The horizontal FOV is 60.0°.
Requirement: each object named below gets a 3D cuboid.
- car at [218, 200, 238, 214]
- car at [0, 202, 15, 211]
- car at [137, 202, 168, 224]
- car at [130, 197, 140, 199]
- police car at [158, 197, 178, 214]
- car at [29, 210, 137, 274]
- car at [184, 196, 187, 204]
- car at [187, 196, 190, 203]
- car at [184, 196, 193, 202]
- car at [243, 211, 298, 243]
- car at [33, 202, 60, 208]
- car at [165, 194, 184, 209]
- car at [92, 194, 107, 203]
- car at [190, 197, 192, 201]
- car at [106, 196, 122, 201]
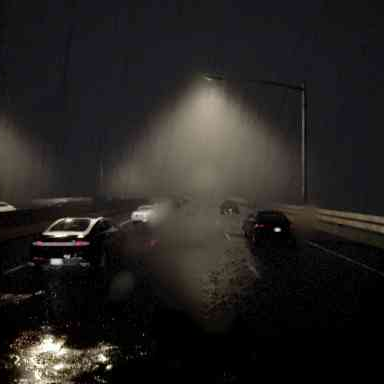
[{"bbox_3d":[4.028,1.618,36.790,1.837,1.490,4.892,0,0,1],"label":"car"},{"bbox_3d":[-17.326,1.602,29.067,1.812,1.442,4.674,0,0,1],"label":"car"},{"bbox_3d":[-3.194,1.668,25.007,1.895,1.301,4.718,0,0,1],"label":"car"},{"bbox_3d":[-12.446,1.750,72.242,2.128,1.511,4.902,0,0,2],"label":"car"},{"bbox_3d":[-3.076,1.616,37.096,2.038,1.542,4.974,0,0,1],"label":"police car"},{"bbox_3d":[-3.350,1.516,10.665,2.128,1.511,4.902,0,0,0],"label":"car"},{"bbox_3d":[-2.444,1.657,59.213,1.801,1.575,5.366,0,0,2],"label":"car"},{"bbox_3d":[-2.033,1.778,69.983,1.812,1.442,4.674,0,0,2],"label":"car"},{"bbox_3d":[-0.990,1.916,91.894,2.033,1.411,5.357,0,0,3],"label":"car"},{"bbox_3d":[3.697,1.605,16.304,1.994,1.385,4.181,0,0,1],"label":"car"},{"bbox_3d":[-13.776,1.651,31.617,1.994,1.385,4.181,0,0,1],"label":"car"},{"bbox_3d":[-2.797,1.375,48.091,2.150,2.045,5.566,0,0,2],"label":"car"},{"bbox_3d":[-19.508,1.462,70.930,2.150,2.045,5.566,0,0,2],"label":"car"},{"bbox_3d":[-1.546,1.801,80.940,2.128,1.511,4.902,0,0,3],"label":"car"},{"bbox_3d":[-16.028,1.762,70.389,1.812,1.442,4.674,0,0,2],"label":"car"}]
